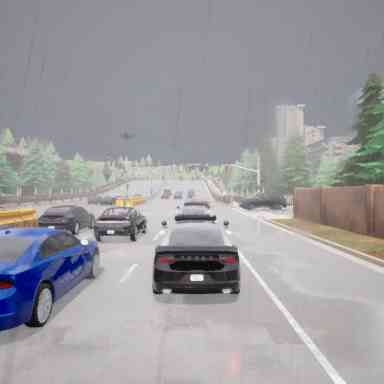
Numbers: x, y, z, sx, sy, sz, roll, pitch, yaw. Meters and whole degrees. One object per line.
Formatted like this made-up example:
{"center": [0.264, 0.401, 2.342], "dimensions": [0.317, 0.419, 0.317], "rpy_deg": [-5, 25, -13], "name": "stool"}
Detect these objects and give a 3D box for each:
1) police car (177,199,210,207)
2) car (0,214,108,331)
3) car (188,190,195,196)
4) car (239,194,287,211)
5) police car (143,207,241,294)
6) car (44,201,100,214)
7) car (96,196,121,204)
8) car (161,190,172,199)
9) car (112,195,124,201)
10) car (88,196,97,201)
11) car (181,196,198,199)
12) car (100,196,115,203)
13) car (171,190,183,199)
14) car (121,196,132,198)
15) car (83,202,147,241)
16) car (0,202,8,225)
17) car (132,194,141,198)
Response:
{"center": [0.084, 1.425, 18.813], "dimensions": [1.930, 1.638, 5.238], "rpy_deg": [0, 0, 0], "name": "police car"}
{"center": [-3.406, 1.478, 6.995], "dimensions": [1.882, 1.535, 5.008], "rpy_deg": [0, 0, 0], "name": "car"}
{"center": [-0.181, 0.977, 89.571], "dimensions": [2.128, 1.511, 4.902], "rpy_deg": [0, 4, 0], "name": "car"}
{"center": [8.562, 1.222, 40.223], "dimensions": [5.566, 2.045, 2.150], "rpy_deg": [0, 0, -2], "name": "car"}
{"center": [0.093, 1.425, 8.910], "dimensions": [1.930, 1.638, 5.238], "rpy_deg": [0, 0, 0], "name": "police car"}
{"center": [-6.915, 1.505, 18.770], "dimensions": [1.837, 1.490, 4.892], "rpy_deg": [0, 0, 0], "name": "car"}
{"center": [-14.123, 1.547, 56.727], "dimensions": [2.033, 1.411, 5.357], "rpy_deg": [0, 0, 0], "name": "car"}
{"center": [-7.175, 1.071, 88.574], "dimensions": [1.994, 1.385, 4.181], "rpy_deg": [0, 4, 0], "name": "car"}
{"center": [-17.617, 1.501, 79.358], "dimensions": [1.895, 1.301, 4.718], "rpy_deg": [0, 1, 0], "name": "car"}
{"center": [-17.603, 1.505, 60.678], "dimensions": [1.837, 1.490, 4.892], "rpy_deg": [0, 0, 0], "name": "car"}
{"center": [0.602, 1.601, 49.069], "dimensions": [1.895, 1.301, 4.718], "rpy_deg": [0, 0, -27], "name": "car"}
{"center": [-17.559, 1.552, 69.300], "dimensions": [1.994, 1.385, 4.181], "rpy_deg": [0, 0, 0], "name": "car"}
{"center": [-3.672, 0.903, 88.152], "dimensions": [2.097, 1.767, 4.553], "rpy_deg": [0, 3, 0], "name": "car"}
{"center": [-14.065, 1.491, 66.350], "dimensions": [2.128, 1.511, 4.902], "rpy_deg": [0, 0, 0], "name": "car"}
{"center": [-3.422, 1.491, 16.569], "dimensions": [2.128, 1.511, 4.902], "rpy_deg": [0, 0, 1], "name": "car"}
{"center": [-14.166, 1.492, 21.255], "dimensions": [2.128, 1.511, 4.902], "rpy_deg": [0, 0, 0], "name": "car"}
{"center": [-14.155, 1.205, 85.454], "dimensions": [2.128, 1.511, 4.902], "rpy_deg": [0, 2, 0], "name": "car"}
